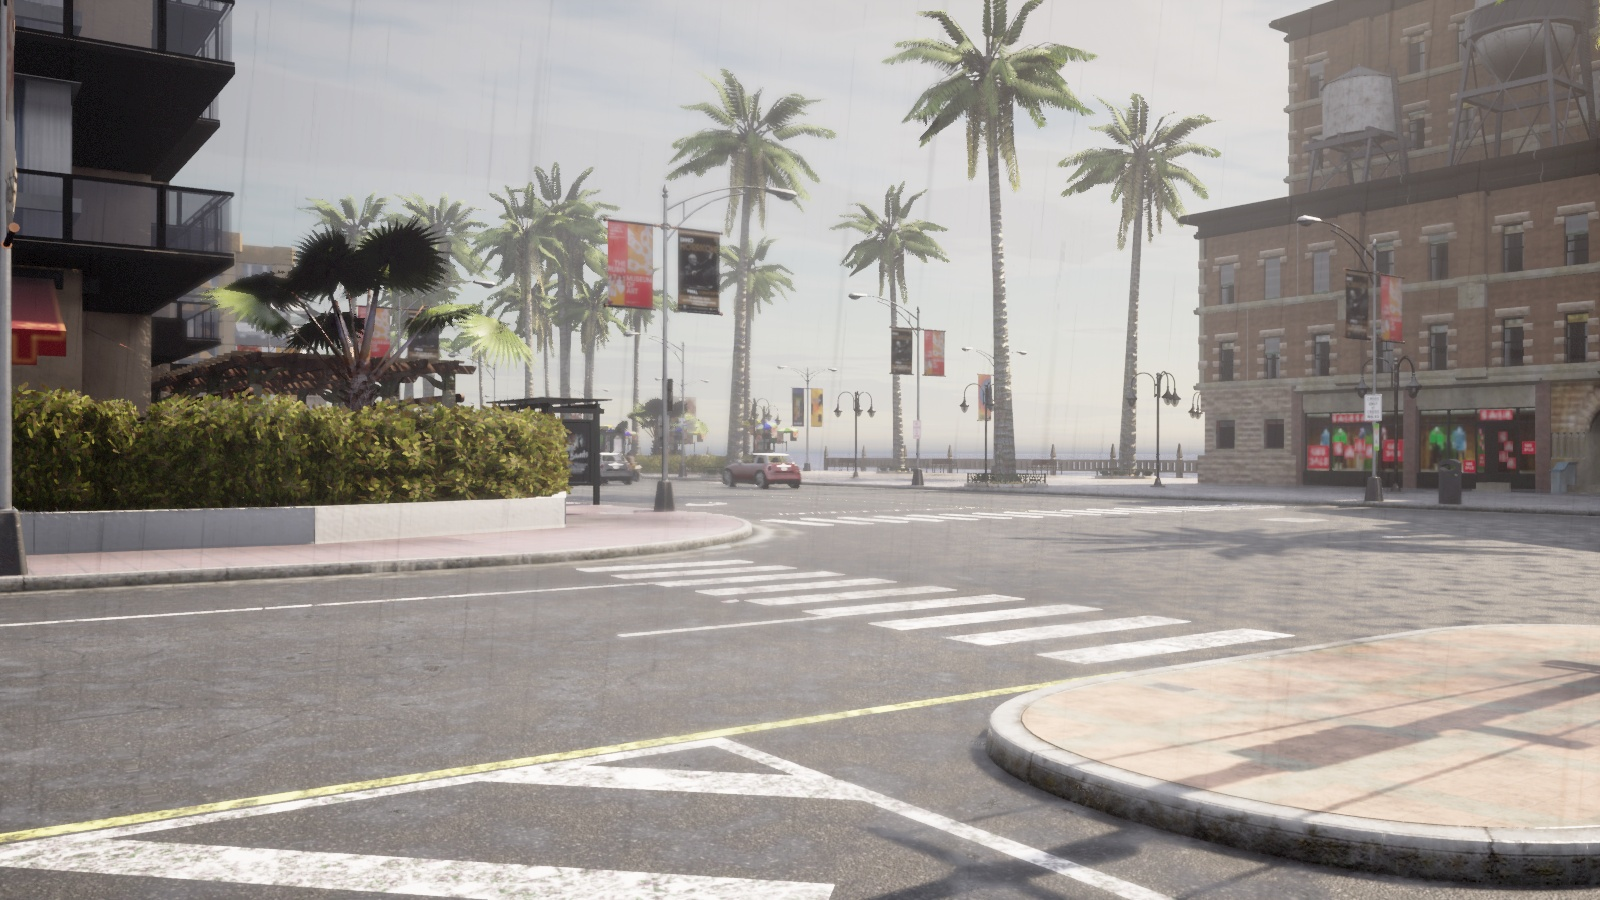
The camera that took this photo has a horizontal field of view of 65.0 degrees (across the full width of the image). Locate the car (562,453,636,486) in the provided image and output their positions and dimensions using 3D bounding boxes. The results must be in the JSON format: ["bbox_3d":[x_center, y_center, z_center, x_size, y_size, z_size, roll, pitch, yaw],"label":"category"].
[{"bbox_3d":[-9.412,0.873,58.581,1.970,1.475,3.806,0,0,-34],"label":"car"}]

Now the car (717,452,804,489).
[{"bbox_3d":[-1.709,0.845,53.515,1.970,1.475,3.806,0,0,-34],"label":"car"}]
